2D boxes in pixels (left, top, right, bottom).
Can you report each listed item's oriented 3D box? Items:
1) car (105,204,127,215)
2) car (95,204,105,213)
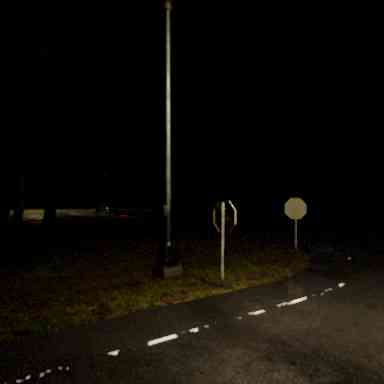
[{"bbox_3d":[-12.472,3.025,55.521,1.837,1.490,4.892,2,-2,-33],"label":"car"},{"bbox_3d":[-16.368,2.998,61.354,2.097,1.767,4.553,2,-2,-33],"label":"car"}]
